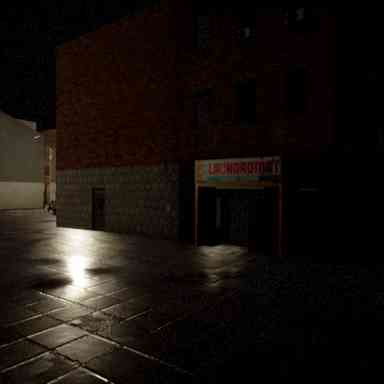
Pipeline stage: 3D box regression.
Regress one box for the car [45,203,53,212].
[{"bbox_3d":[-14.487,1.522,38.351,2.128,1.511,4.902,0,0,36],"label":"car"}]
